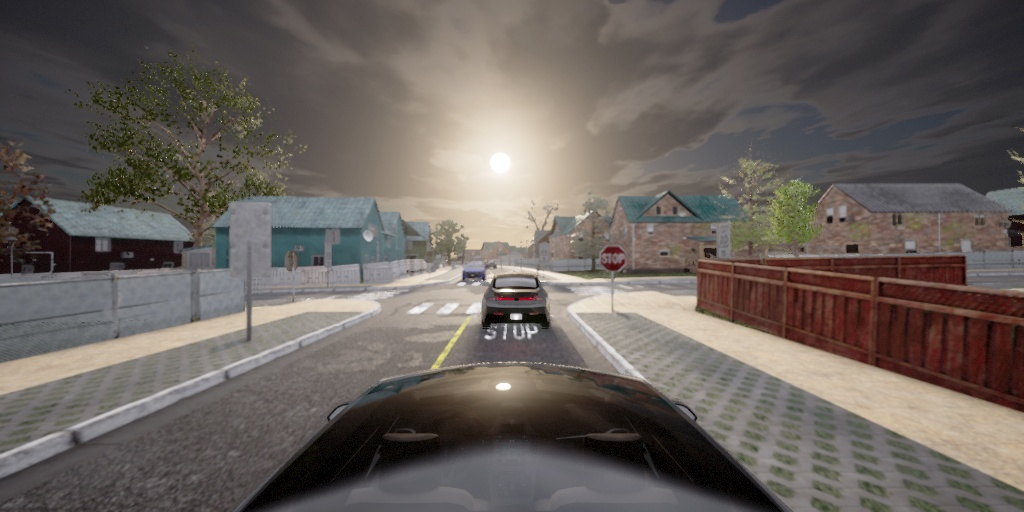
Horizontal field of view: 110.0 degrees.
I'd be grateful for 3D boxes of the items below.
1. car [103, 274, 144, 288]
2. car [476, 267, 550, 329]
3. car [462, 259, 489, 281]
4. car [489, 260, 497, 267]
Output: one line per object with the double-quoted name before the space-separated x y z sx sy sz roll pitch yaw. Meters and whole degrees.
"car" -21.334 1.764 21.123 5.357 1.411 2.033 -1 0 0
"car" 0.103 1.242 11.222 1.837 1.490 4.892 0 0 0
"car" -3.179 1.254 30.566 1.882 1.535 5.008 0 0 -3
"car" -3.776 1.454 63.181 1.812 1.442 4.674 0 0 -10
